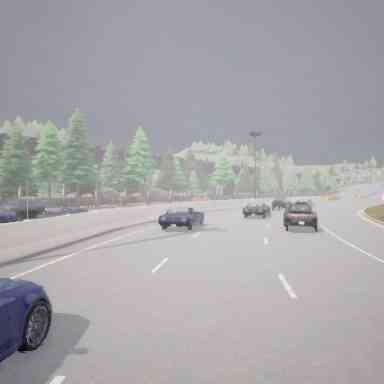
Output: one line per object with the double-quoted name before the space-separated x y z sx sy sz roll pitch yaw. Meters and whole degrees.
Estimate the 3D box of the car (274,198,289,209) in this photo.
"car" 11.450 1.503 42.131 1.837 1.490 4.892 0 0 29

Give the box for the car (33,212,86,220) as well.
"car" -7.920 1.563 20.647 1.994 1.385 4.181 0 0 13

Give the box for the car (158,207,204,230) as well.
"car" -0.505 1.600 21.000 1.895 1.301 4.718 0 0 14

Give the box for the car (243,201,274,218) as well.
"car" 5.984 1.600 30.130 1.895 1.301 4.718 0 0 21

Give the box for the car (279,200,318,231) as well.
"car" 6.678 1.490 20.683 2.128 1.511 4.902 0 0 15

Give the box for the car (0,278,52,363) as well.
"car" -3.163 1.525 3.233 1.812 1.442 4.674 0 0 3

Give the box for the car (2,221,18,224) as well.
"car" -11.906 1.525 18.672 1.812 1.442 4.674 0 0 12
